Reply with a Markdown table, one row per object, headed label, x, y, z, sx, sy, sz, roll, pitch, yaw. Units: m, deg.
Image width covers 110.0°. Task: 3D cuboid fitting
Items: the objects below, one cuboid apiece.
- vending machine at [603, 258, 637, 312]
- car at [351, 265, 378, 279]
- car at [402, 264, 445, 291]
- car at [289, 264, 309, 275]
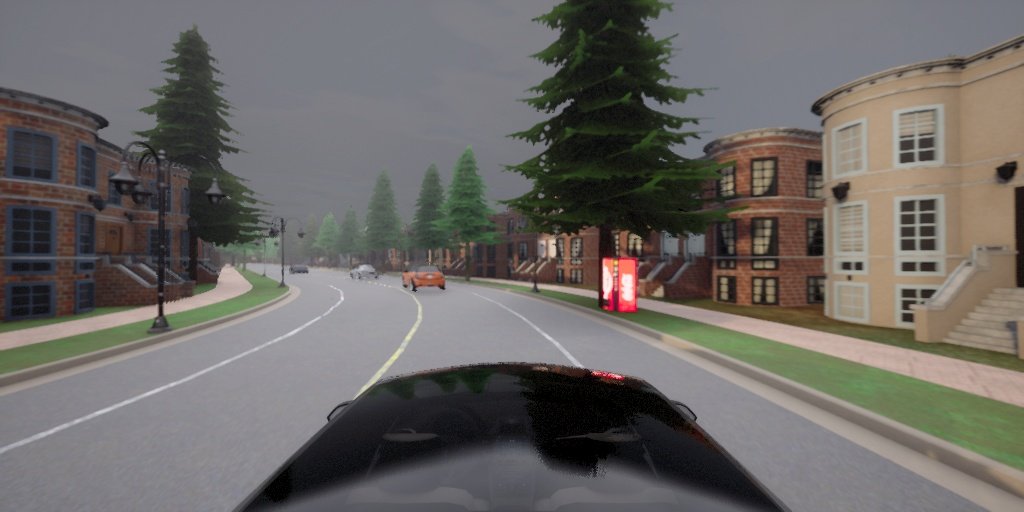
| label | x | y | z | sx | sy | sz | roll | pitch | yaw |
| --- | --- | --- | --- | --- | --- | --- | --- | --- | --- |
| vending machine | 3.959 | 1.056 | 13.197 | 1.100 | 2.100 | 0.880 | 0 | 0 | -13 |
| car | -15.614 | 1.662 | 37.921 | 1.812 | 1.442 | 4.674 | 0 | 0 | -38 |
| car | -6.057 | 1.337 | 24.179 | 2.097 | 1.767 | 4.553 | 0 | -1 | -26 |
| car | -29.218 | 1.817 | 49.132 | 2.033 | 1.411 | 5.357 | 0 | -1 | -38 |
